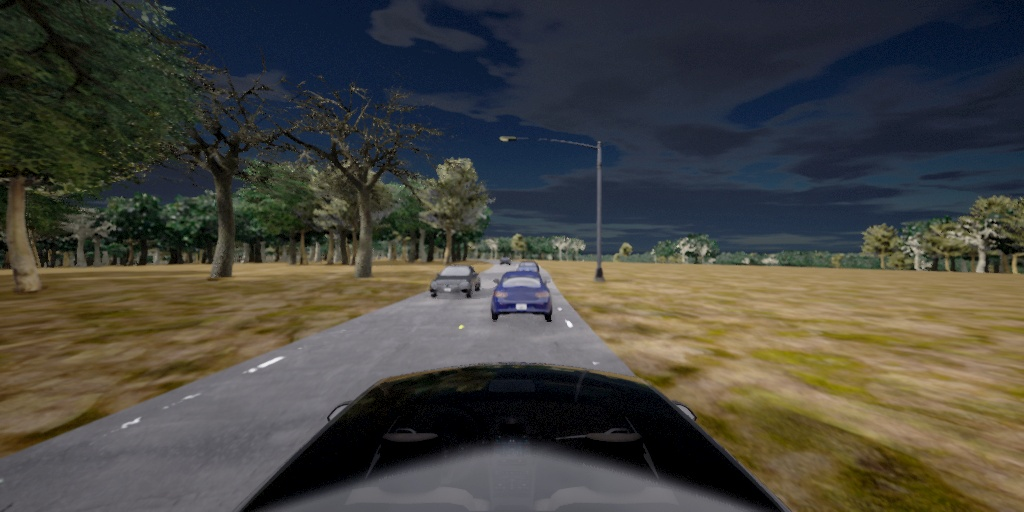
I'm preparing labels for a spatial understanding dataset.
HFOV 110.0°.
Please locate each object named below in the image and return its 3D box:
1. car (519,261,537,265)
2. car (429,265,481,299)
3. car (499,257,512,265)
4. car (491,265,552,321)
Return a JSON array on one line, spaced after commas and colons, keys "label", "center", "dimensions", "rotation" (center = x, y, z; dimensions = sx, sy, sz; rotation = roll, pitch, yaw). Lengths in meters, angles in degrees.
[{"label": "car", "center": [1.364, 1.109, 29.831], "dimensions": [2.033, 1.411, 5.357], "rotation": [0, 0, 4]}, {"label": "car", "center": [-2.633, 1.166, 17.589], "dimensions": [1.812, 1.442, 4.674], "rotation": [0, 0, 3]}, {"label": "car", "center": [-1.098, 0.913, 59.260], "dimensions": [2.033, 1.411, 5.357], "rotation": [0, 0, -1]}, {"label": "car", "center": [0.328, 1.206, 12.075], "dimensions": [1.812, 1.442, 4.674], "rotation": [0, 0, 2]}]
